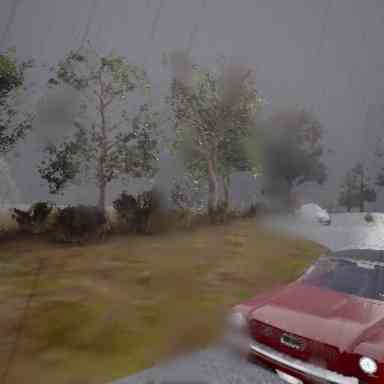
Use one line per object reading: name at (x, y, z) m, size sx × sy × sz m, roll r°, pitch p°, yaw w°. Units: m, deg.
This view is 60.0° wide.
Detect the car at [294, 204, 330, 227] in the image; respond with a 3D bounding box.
car at (8.636, 1.640, 24.343) m, size 1.812 × 1.442 × 4.674 m, roll 0°, pitch 0°, yaw 10°

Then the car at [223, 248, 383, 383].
car at (2.624, 1.627, 4.941) m, size 4.718 × 1.301 × 1.895 m, roll 0°, pitch 0°, yaw -43°
